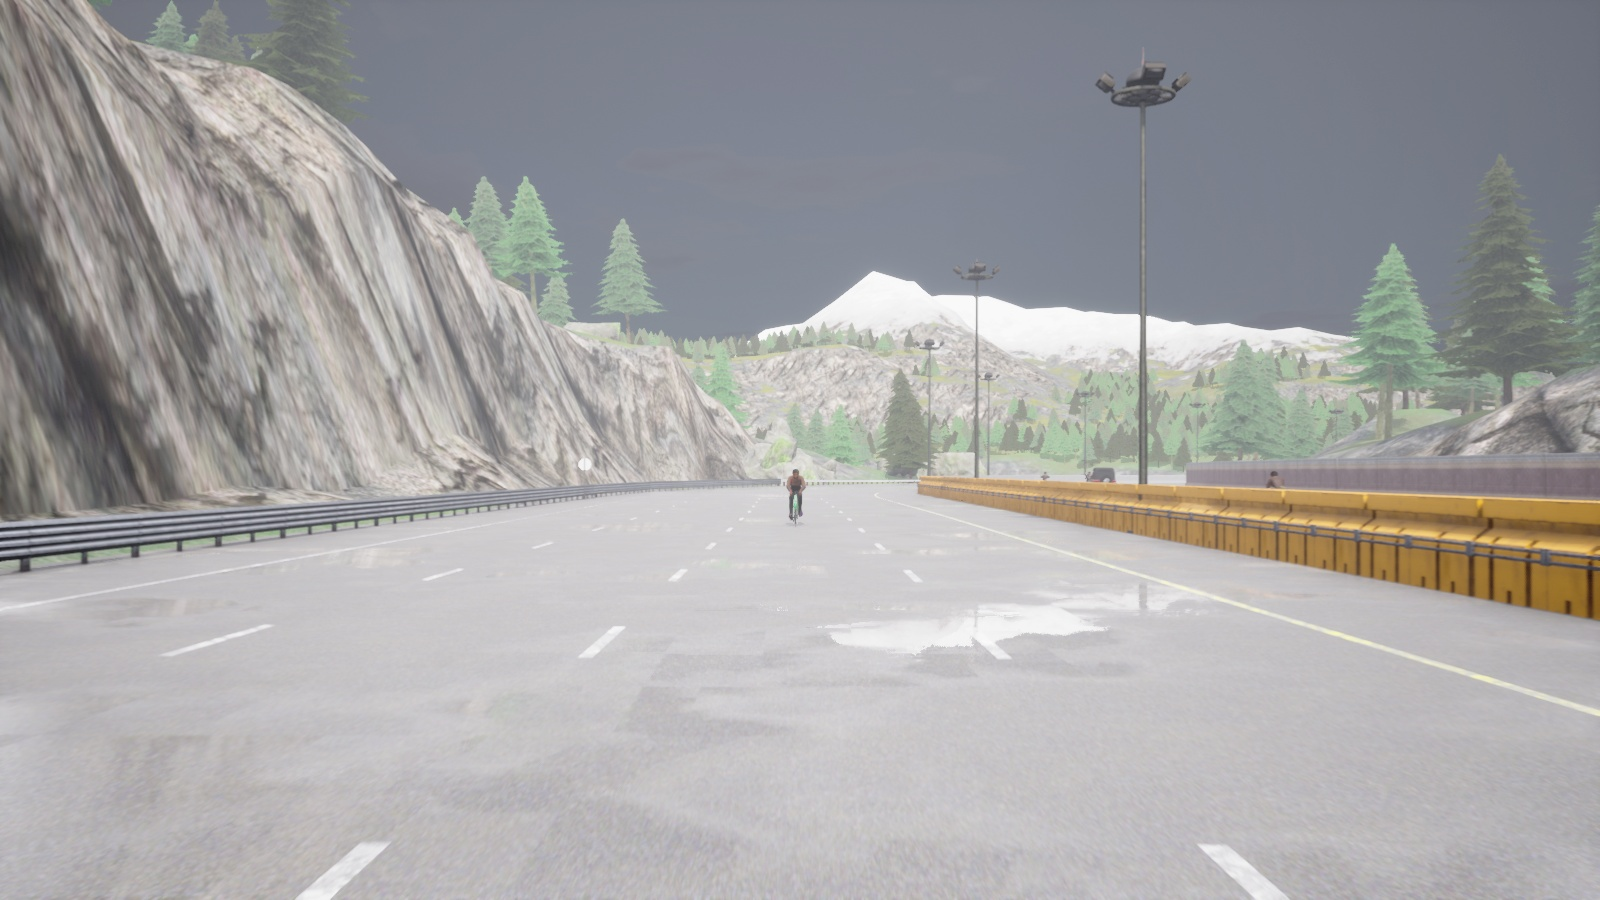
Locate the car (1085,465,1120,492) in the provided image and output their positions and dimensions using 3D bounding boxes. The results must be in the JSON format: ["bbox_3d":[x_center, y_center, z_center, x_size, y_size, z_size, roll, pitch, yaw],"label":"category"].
[{"bbox_3d":[21.334,2.012,88.801,1.905,1.878,3.866,0,-1,6],"label":"car"}]
